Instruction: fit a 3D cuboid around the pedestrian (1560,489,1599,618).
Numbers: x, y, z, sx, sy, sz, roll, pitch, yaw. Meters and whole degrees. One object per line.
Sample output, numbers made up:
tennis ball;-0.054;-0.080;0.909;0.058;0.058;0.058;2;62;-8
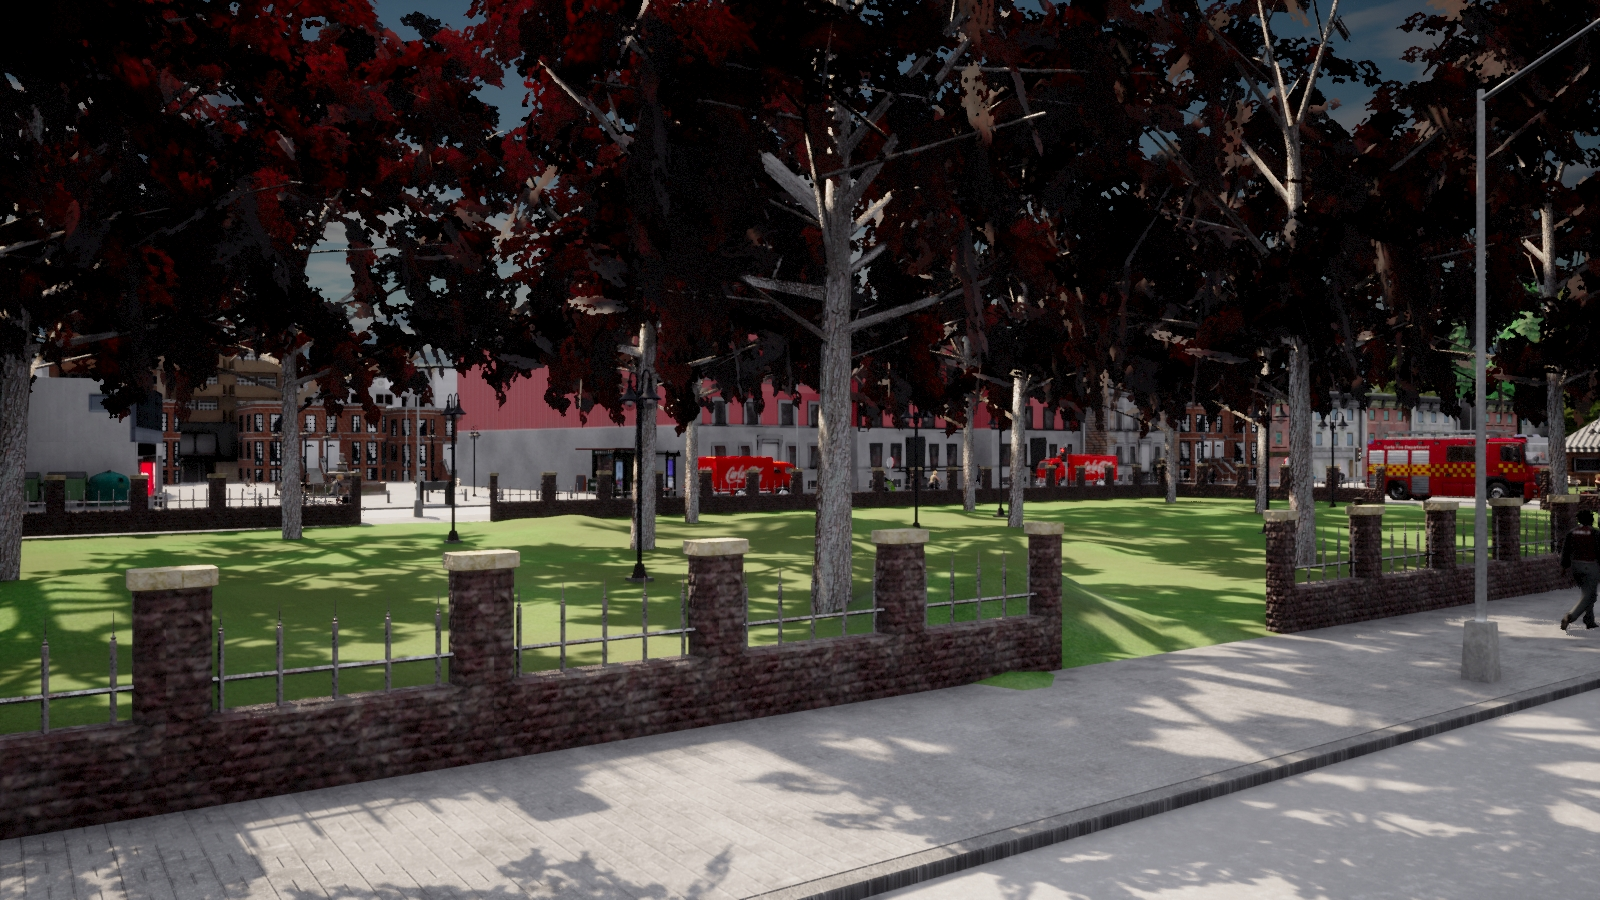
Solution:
pedestrian;11.515;1.517;16.856;0.375;1.860;0.375;0;0;-27

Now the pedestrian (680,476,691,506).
pedestrian;-5.044;1.794;50.291;0.375;1.300;0.375;0;0;-35

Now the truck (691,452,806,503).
truck;-2.582;1.335;57.891;5.204;2.467;2.627;0;0;-35

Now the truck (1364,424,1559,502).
truck;34.631;0.645;60.204;2.891;3.827;8.468;0;0;-34

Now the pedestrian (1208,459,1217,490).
pedestrian;25.027;1.500;69.340;0.375;1.860;0.375;0;0;-18

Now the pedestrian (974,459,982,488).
pedestrian;11.713;1.546;75.088;0.375;1.860;0.375;0;0;36
